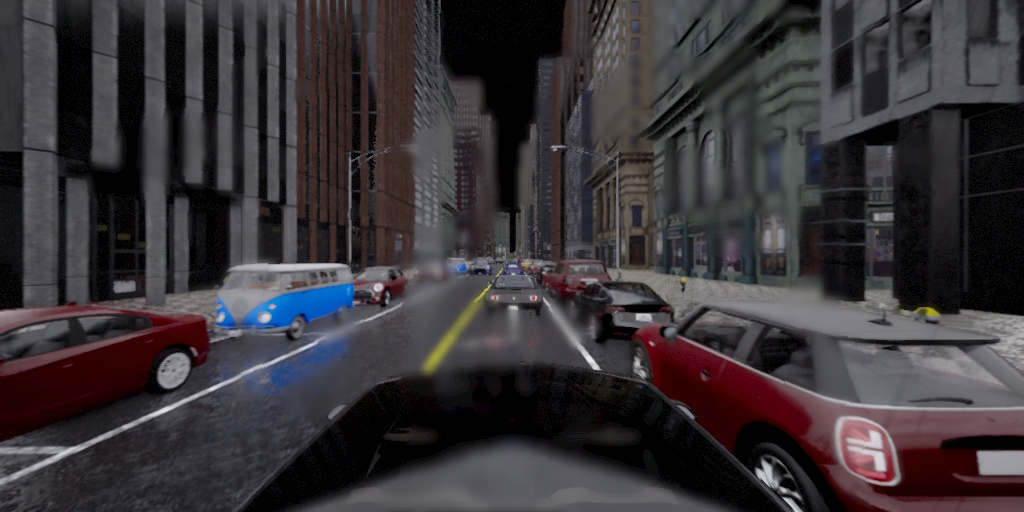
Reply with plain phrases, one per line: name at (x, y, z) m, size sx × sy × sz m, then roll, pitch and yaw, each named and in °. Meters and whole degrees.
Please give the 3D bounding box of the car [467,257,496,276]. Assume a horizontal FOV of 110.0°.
car at (-3.095, 1.121, 36.912) m, size 2.097 × 1.767 × 4.553 m, roll 0°, pitch 0°, yaw 0°

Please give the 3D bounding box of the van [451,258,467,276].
van at (-5.763, 1.110, 37.771) m, size 1.690 × 1.789 × 3.998 m, roll 0°, pitch 0°, yaw 0°

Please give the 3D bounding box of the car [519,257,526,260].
car at (2.349, 1.240, 54.848) m, size 1.801 × 1.575 × 5.366 m, roll 0°, pitch 0°, yaw 0°

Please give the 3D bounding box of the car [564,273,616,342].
car at (2.762, 1.320, 9.597) m, size 1.948 × 1.339 × 4.313 m, roll 0°, pitch 0°, yaw 0°

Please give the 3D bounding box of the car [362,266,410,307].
car at (-5.763, 1.197, 15.224) m, size 1.967 × 1.591 × 4.097 m, roll 0°, pitch 0°, yaw 0°

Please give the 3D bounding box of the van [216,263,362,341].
van at (-5.763, 1.095, 9.587) m, size 1.690 × 1.789 × 3.998 m, roll 0°, pitch 0°, yaw 0°

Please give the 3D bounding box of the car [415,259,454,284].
car at (-5.763, 1.203, 26.498) m, size 1.967 × 1.591 × 4.097 m, roll 0°, pitch 0°, yaw 0°

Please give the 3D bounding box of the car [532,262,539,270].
car at (2.762, 1.329, 26.506) m, size 1.948 × 1.339 × 4.313 m, roll 0°, pitch 0°, yaw 0°

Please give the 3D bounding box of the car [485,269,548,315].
car at (0.093, 1.357, 13.524) m, size 1.895 × 1.301 × 4.718 m, roll 0°, pitch 0°, yaw 0°

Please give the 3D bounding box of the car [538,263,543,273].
car at (2.762, 1.305, 20.870) m, size 1.888 × 1.381 × 4.507 m, roll 0°, pitch 0°, yaw 0°

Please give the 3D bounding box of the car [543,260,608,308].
car at (2.762, 1.072, 15.234) m, size 2.192 × 1.841 × 5.009 m, roll 0°, pitch 0°, yaw 0°

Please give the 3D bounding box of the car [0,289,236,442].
car at (-5.763, 1.296, 3.951) m, size 1.888 × 1.381 × 4.507 m, roll 0°, pitch 0°, yaw 0°

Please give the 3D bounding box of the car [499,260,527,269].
car at (0.103, 1.291, 31.194) m, size 1.812 × 1.442 × 4.674 m, roll 0°, pitch 0°, yaw 0°

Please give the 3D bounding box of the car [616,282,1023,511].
car at (2.762, 1.191, 3.960) m, size 1.967 × 1.591 × 4.097 m, roll 0°, pitch 0°, yaw 0°

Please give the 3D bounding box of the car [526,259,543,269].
car at (2.762, 1.209, 37.778) m, size 1.967 × 1.591 × 4.097 m, roll 0°, pitch 0°, yaw 0°
